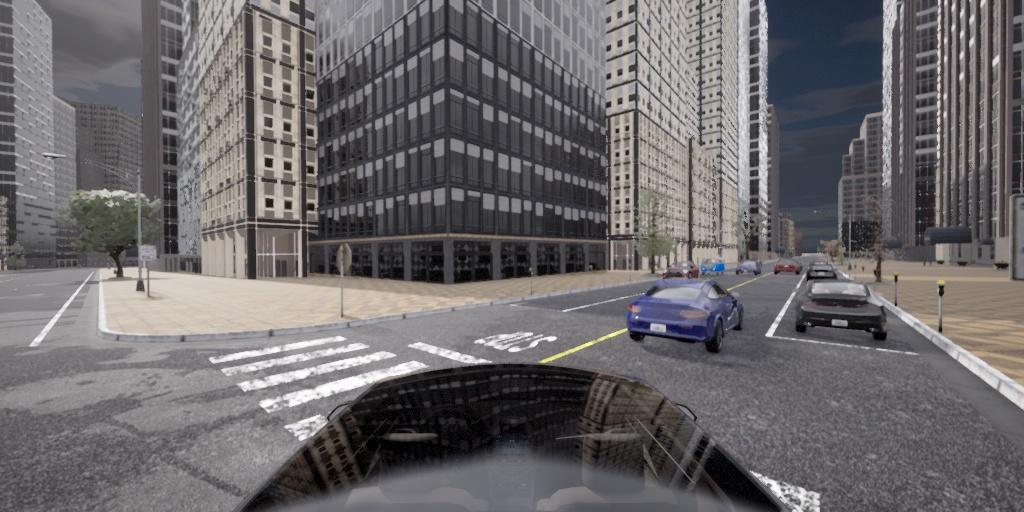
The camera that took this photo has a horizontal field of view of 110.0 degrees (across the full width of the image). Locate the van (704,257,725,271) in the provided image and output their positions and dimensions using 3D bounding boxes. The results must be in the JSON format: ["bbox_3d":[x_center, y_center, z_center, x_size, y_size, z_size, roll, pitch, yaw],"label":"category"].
[{"bbox_3d":[20.676,1.036,36.880,1.690,1.789,3.998,0,0,40],"label":"van"}]

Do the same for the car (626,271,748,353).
[{"bbox_3d":[4.405,1.266,8.909,1.812,1.442,4.674,0,0,40],"label":"car"}]

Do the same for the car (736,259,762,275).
[{"bbox_3d":[24.914,1.223,37.711,1.812,1.442,4.674,0,0,40],"label":"car"}]

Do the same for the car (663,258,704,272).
[{"bbox_3d":[13.376,1.148,28.278,1.967,1.591,4.097,0,0,40],"label":"car"}]

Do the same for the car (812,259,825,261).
[{"bbox_3d":[34.366,1.266,40.056,1.948,1.339,4.313,0,0,40],"label":"car"}]

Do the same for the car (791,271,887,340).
[{"bbox_3d":[8.907,1.294,9.859,2.007,1.370,4.403,0,0,40],"label":"car"}]

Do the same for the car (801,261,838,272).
[{"bbox_3d":[23.412,1.285,27.150,1.948,1.339,4.313,0,0,40],"label":"car"}]

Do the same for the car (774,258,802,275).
[{"bbox_3d":[29.233,1.052,38.032,2.097,1.767,4.553,0,0,41],"label":"car"}]
